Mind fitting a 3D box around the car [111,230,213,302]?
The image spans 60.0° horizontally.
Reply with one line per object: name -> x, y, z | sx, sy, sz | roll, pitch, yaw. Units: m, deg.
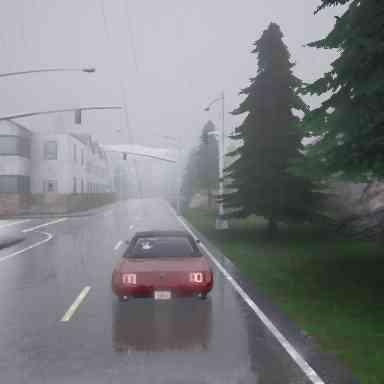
car -> -0.719, 1.601, 8.291 | 1.895, 1.301, 4.718 | 0, 0, -5
